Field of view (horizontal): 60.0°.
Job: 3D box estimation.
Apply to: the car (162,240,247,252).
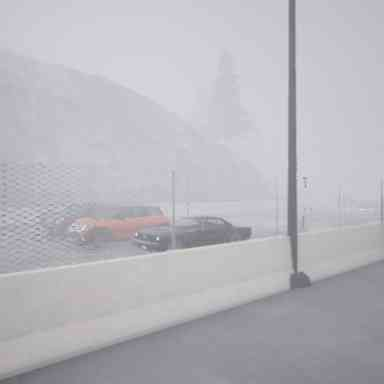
[{"bbox_3d":[0.094,1.623,12.942,4.718,1.301,1.895,0,0,-38],"label":"car"}]
